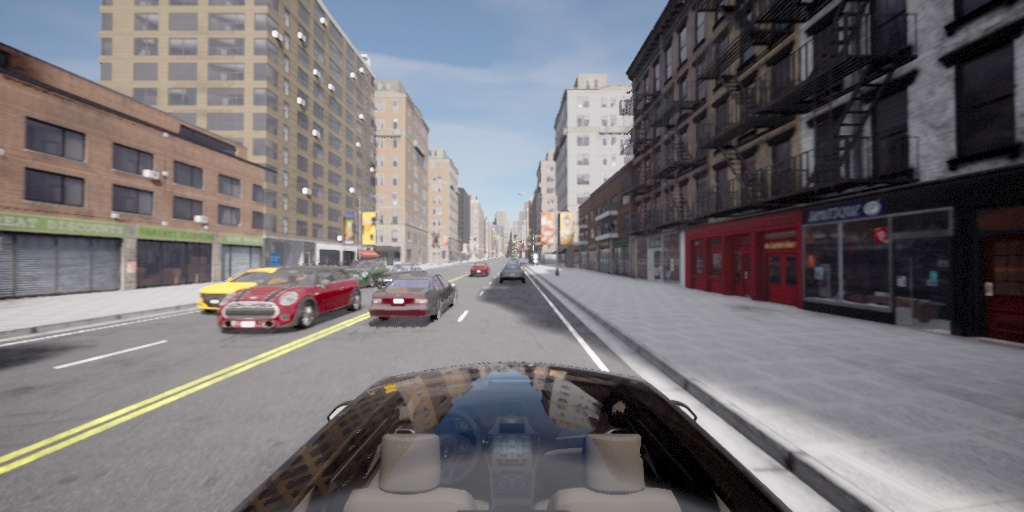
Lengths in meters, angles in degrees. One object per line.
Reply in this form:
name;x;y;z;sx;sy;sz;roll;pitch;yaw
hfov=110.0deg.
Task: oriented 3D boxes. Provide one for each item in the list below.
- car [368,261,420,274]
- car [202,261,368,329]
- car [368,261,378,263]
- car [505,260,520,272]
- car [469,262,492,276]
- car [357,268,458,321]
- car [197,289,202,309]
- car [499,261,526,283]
car;-6.500;1.243;21.511;2.128;1.511;4.902;0;0;0
car;-6.556;1.103;11.165;2.097;1.767;4.553;0;0;0
car;-9.767;1.103;23.789;2.097;1.767;4.553;0;0;0
car;0.092;1.316;48.178;1.994;1.385;4.181;0;0;0
car;-3.157;1.276;36.332;1.812;1.442;4.674;0;0;0
car;-3.157;1.299;12.463;2.033;1.411;5.357;0;0;0
car;-9.775;1.229;14.293;1.882;1.535;5.008;0;0;0
car;0.049;1.316;28.019;1.994;1.385;4.181;0;0;0
